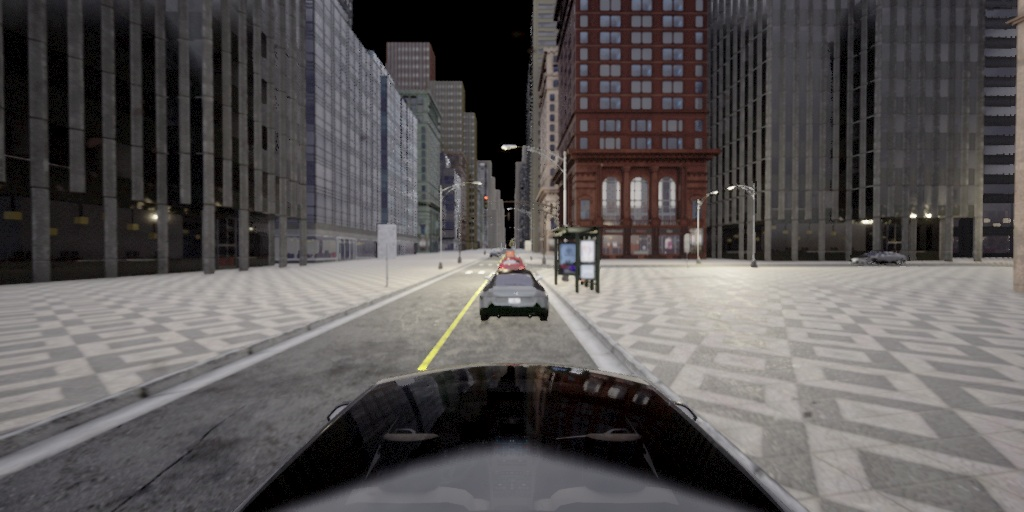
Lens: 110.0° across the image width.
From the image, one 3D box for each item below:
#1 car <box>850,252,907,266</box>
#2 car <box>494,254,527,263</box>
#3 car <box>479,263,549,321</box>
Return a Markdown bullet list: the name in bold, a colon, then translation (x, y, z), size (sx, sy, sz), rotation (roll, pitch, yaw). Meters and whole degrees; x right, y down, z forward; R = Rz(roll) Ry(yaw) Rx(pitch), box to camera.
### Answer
- **car**: translation (38.499, 0.278, 37.757), size (4.902, 1.511, 2.128), rotation (0, 1, 0)
- **car**: translation (0.008, 0.782, 23.499), size (1.812, 1.442, 4.674), rotation (0, 1, 1)
- **car**: translation (0.051, 1.098, 11.425), size (1.994, 1.385, 4.181), rotation (0, 1, 0)
